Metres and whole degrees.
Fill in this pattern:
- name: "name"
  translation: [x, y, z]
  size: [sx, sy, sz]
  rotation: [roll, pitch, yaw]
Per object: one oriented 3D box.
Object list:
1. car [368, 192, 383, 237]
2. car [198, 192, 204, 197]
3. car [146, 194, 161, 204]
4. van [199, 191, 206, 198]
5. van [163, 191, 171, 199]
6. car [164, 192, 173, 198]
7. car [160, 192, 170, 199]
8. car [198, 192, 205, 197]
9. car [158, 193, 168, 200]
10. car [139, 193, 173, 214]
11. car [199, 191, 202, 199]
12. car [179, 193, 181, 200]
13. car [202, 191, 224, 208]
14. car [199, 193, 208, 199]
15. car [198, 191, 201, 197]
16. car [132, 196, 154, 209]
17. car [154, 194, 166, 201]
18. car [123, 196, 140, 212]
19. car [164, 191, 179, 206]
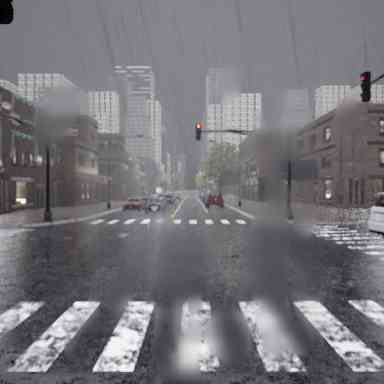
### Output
- name: "car"
  translation: [9.680, 0.956, 12.569]
  size: [5.566, 2.045, 2.150]
  rotation: [-1, 0, -2]
- name: "car"
  translation: [2.526, 0.676, 94.541]
  size: [1.802, 1.307, 4.206]
  rotation: [0, 0, 0]
- name: "car"
  translation: [-5.776, 1.015, 50.156]
  size: [1.752, 1.417, 4.829]
  rotation: [0, 1, 0]
- name: "van"
  translation: [2.545, 0.529, 83.489]
  size: [1.690, 1.788, 3.998]
  rotation: [0, 0, 0]
- name: "van"
  translation: [-5.825, 0.577, 77.949]
  size: [1.690, 1.788, 3.998]
  rotation: [0, 1, 0]
- name: "car"
  translation: [-5.835, 0.739, 83.477]
  size: [2.008, 1.369, 4.403]
  rotation: [0, 0, 0]
- name: "car"
  translation: [-5.815, 0.811, 72.255]
  size: [1.752, 1.417, 4.829]
  rotation: [0, 1, 0]
- name: "car"
  translation: [2.535, 0.664, 89.186]
  size: [1.752, 1.417, 4.829]
  rotation: [0, 0, 0]
- name: "car"
  translation: [-5.806, 0.916, 66.901]
  size: [1.802, 1.307, 4.206]
  rotation: [0, 1, 0]
- name: "car"
  translation: [-3.151, 1.172, 30.274]
  size: [2.128, 1.511, 4.902]
  rotation: [0, 1, 0]
- name: "car"
  translation: [2.594, 1.001, 55.866]
  size: [1.947, 1.339, 4.313]
  rotation: [0, 1, 0]
- name: "car"
  translation: [-3.112, 0.856, 64.565]
  size: [2.128, 1.511, 4.902]
  rotation: [0, 0, 0]
- name: "car"
  translation: [2.623, 0.910, 39.288]
  size: [2.192, 1.841, 5.009]
  rotation: [0, 1, 0]
- name: "car"
  translation: [2.565, 0.866, 72.440]
  size: [1.802, 1.307, 4.206]
  rotation: [0, 1, 0]
- name: "car"
  translation: [2.584, 0.935, 61.391]
  size: [2.008, 1.369, 4.403]
  rotation: [0, 1, 0]
- name: "car"
  translation: [-5.758, 1.161, 39.276]
  size: [1.947, 1.339, 4.313]
  rotation: [0, 1, 0]
- name: "car"
  translation: [-5.796, 0.966, 61.377]
  size: [1.802, 1.307, 4.206]
  rotation: [0, 1, 0]
- name: "car"
  translation: [-5.836, 1.194, 33.754]
  size: [1.887, 1.381, 4.507]
  rotation: [0, 1, 0]
- name: "car"
  translation: [-3.169, 1.045, 44.684]
  size: [1.837, 1.490, 4.892]
  rotation: [0, 1, 0]
